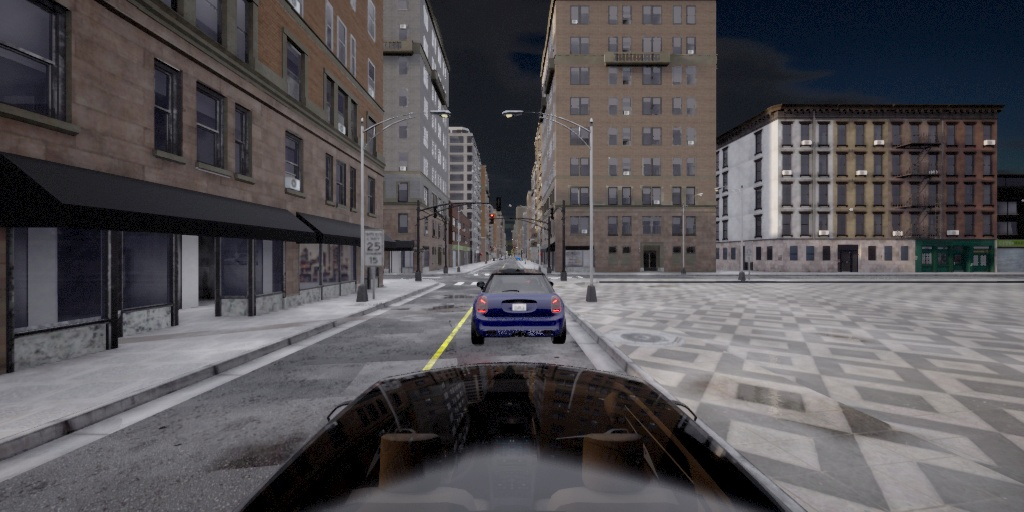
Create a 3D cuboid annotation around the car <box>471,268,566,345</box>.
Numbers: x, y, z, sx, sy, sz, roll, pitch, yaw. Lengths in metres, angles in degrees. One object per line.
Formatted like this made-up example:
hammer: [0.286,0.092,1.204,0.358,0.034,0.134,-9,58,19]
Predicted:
car: [0.100,1.102,9.706,2.097,1.767,4.553,0,0,-1]
